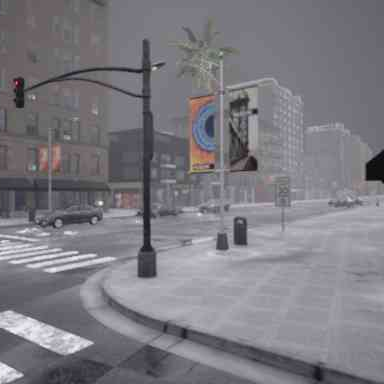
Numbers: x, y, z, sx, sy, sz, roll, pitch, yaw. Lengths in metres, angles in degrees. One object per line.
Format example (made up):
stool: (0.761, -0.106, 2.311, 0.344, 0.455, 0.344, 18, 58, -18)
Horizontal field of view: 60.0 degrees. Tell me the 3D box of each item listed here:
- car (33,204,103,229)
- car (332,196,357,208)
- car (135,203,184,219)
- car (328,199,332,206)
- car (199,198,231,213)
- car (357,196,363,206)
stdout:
car: (-8.523, 1.656, 23.270, 1.837, 1.490, 4.892, 0, 0, 35)
car: (23.878, 1.543, 52.063, 2.097, 1.767, 4.553, 0, 0, 35)
car: (-2.908, 1.716, 31.253, 2.033, 1.411, 5.357, 0, 0, 35)
car: (26.743, 1.800, 61.787, 1.994, 1.385, 4.181, 0, 0, 35)
car: (2.734, 1.540, 39.267, 2.097, 1.767, 4.553, 0, 0, 35)
car: (29.550, 1.571, 60.120, 2.097, 1.767, 4.553, 0, 0, 33)
